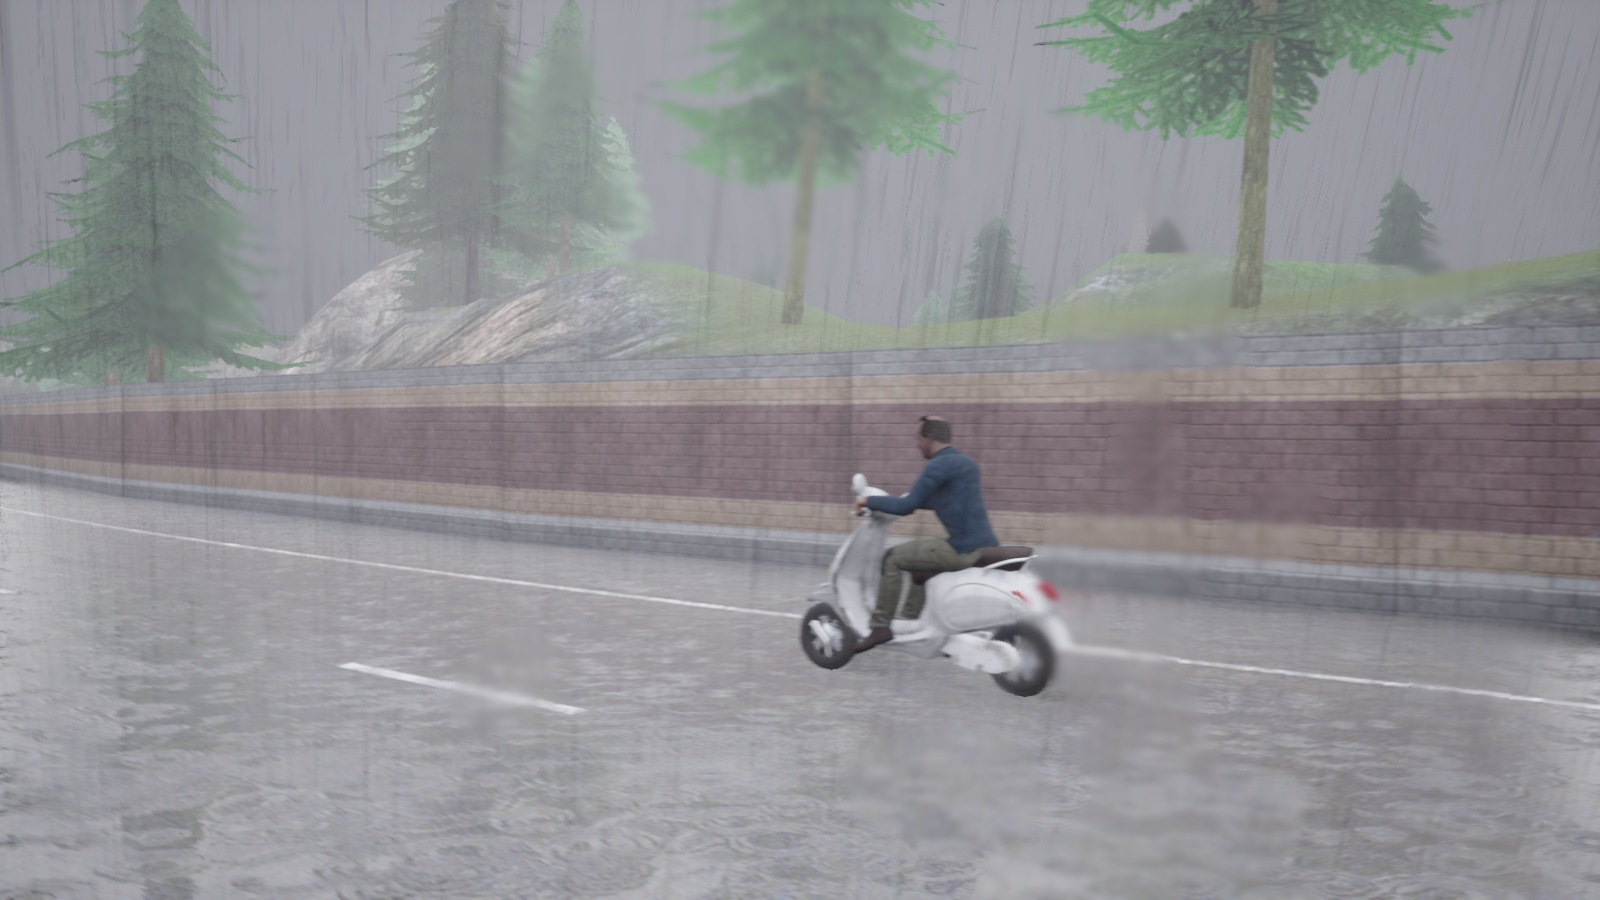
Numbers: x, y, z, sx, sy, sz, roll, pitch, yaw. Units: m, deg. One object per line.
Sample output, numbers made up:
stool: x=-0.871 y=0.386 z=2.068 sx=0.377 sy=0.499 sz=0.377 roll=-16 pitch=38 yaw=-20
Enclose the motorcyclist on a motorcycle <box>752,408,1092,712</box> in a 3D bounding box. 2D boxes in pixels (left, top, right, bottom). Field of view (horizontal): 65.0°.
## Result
motorcyclist on a motorcycle: x=0.700 y=0.577 z=7.455 sx=1.817 sy=1.590 sz=0.866 roll=0 pitch=0 yaw=36
